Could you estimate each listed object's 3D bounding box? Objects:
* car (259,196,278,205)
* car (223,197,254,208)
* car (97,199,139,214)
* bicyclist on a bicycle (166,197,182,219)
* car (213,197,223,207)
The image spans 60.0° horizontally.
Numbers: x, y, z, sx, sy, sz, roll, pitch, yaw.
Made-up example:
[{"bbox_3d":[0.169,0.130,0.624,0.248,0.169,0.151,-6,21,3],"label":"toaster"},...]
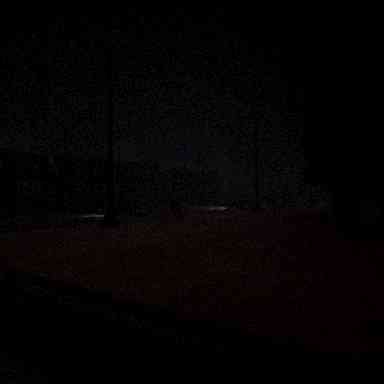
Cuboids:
[{"bbox_3d":[13.179,1.518,57.427,1.837,1.490,4.892,-1,0,37],"label":"car"},{"bbox_3d":[7.265,1.563,49.453,2.033,1.411,5.357,-1,0,37],"label":"car"},{"bbox_3d":[-7.783,1.567,35.458,1.837,1.490,4.892,-1,0,37],"label":"car"},{"bbox_3d":[-1.425,1.242,25.633,1.656,1.620,0.582,-1,-1,37],"label":"bicyclist on a bicycle"},{"bbox_3d":[5.223,1.533,52.708,1.882,1.535,5.008,-1,-1,37],"label":"car"}]
